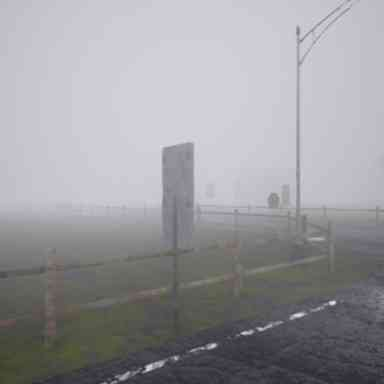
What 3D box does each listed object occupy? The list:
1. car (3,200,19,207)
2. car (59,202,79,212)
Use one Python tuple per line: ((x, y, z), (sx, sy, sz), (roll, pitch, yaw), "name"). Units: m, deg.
((-41.813, 2.677, 76.765), (5.008, 1.535, 1.882), (-1, -1, 40), "car")
((-18.835, 2.241, 50.452), (2.128, 1.511, 4.902), (0, -1, -42), "car")
